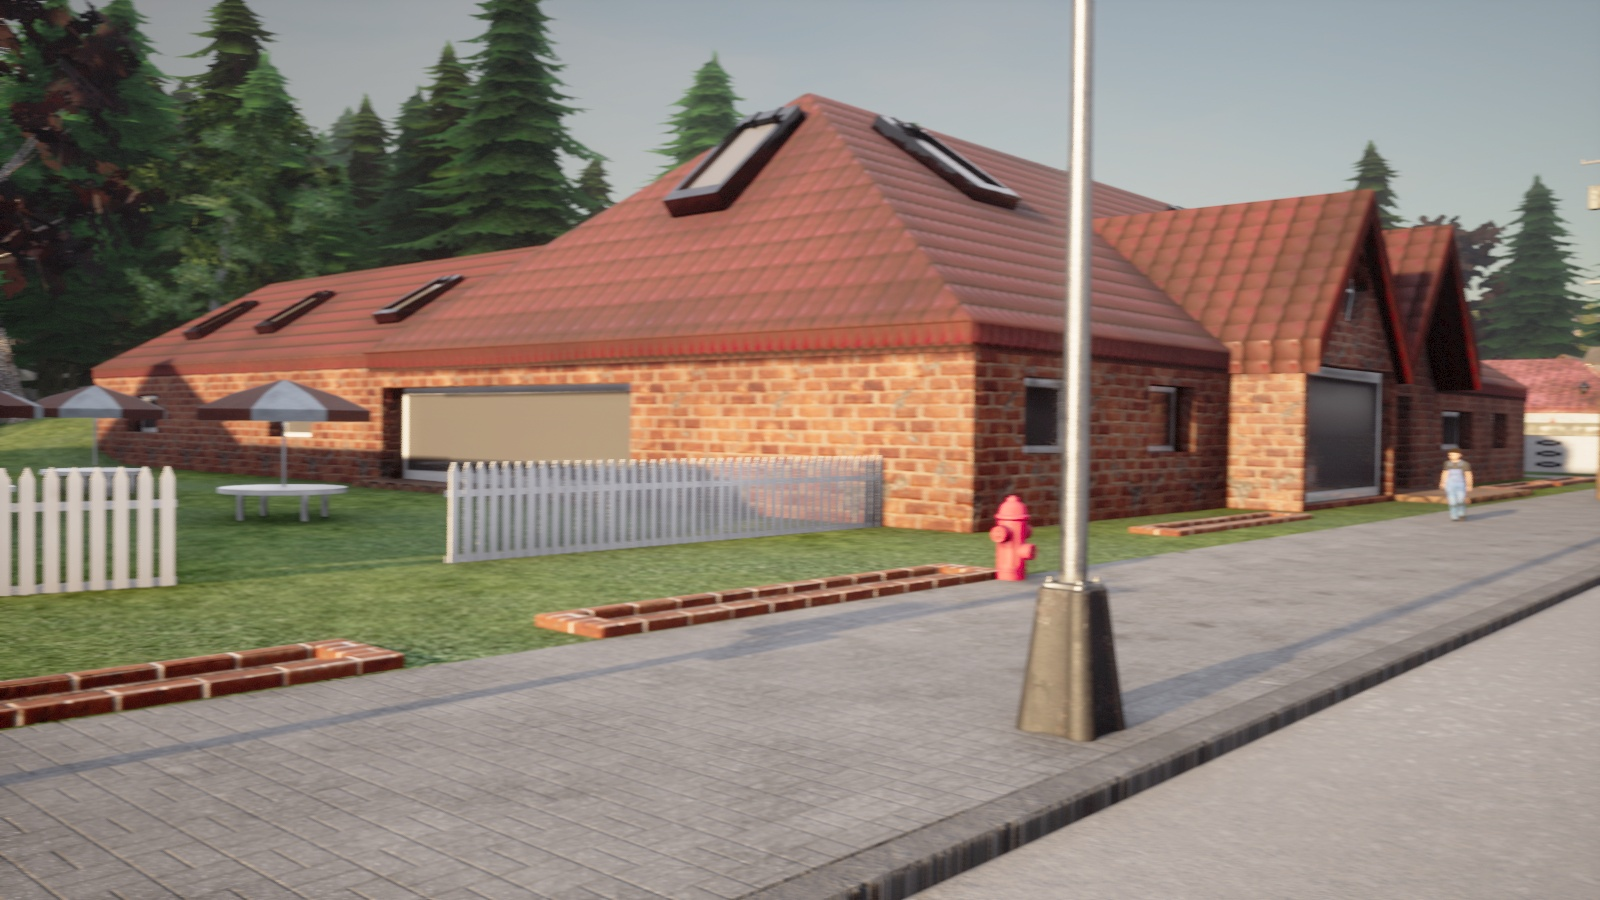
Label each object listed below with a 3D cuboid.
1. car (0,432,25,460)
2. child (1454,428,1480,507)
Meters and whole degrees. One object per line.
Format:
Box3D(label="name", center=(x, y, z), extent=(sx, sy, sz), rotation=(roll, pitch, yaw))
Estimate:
Box3D(label="car", center=(-44.618, -0.201, 67.929), extent=(1.816, 1.474, 4.193), rotation=(1, 2, 42))
Box3D(label="child", center=(10.756, 0.272, 20.245), extent=(0.270, 1.263, 0.437), rotation=(1, 2, 42))
